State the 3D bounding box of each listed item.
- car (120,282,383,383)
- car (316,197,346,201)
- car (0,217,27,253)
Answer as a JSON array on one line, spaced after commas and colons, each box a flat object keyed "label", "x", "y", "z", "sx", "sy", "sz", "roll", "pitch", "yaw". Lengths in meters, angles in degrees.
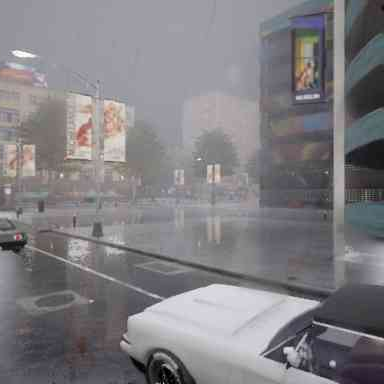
[{"label": "car", "x": 1.496, "y": 1.600, "z": 3.125, "sx": 4.718, "sy": 1.301, "sz": 1.895, "roll": 0, "pitch": 0, "yaw": 38}, {"label": "car", "x": 17.422, "y": 1.316, "z": 42.551, "sx": 4.674, "sy": 1.452, "sz": 2.002, "roll": 0, "pitch": 0, "yaw": -42}, {"label": "car", "x": -7.958, "y": 1.597, "z": 12.645, "sx": 1.895, "sy": 1.301, "sz": 4.718, "roll": 0, "pitch": 0, "yaw": -43}]
